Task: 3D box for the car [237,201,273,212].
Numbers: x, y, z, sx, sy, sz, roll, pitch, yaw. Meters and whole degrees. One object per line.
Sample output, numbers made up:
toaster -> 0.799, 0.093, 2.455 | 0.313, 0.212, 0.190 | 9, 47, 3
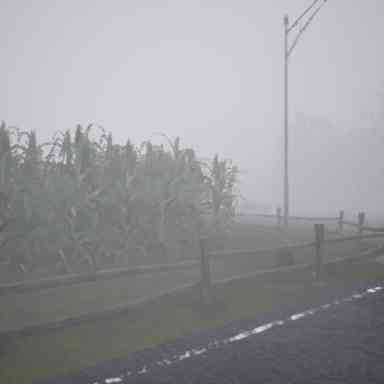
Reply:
car -> 7.936, 1.814, 41.960 | 1.895, 1.301, 4.718 | 1, -1, -36
